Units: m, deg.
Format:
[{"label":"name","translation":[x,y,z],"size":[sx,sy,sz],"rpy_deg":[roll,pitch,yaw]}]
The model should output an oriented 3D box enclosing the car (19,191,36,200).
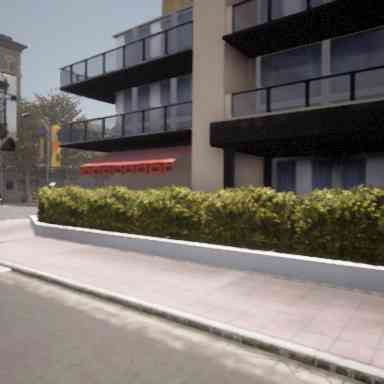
[{"label":"car","translation":[-34.964,0.637,68.352],"size":[4.892,1.521,2.231],"rpy_deg":[1,0,36]}]
